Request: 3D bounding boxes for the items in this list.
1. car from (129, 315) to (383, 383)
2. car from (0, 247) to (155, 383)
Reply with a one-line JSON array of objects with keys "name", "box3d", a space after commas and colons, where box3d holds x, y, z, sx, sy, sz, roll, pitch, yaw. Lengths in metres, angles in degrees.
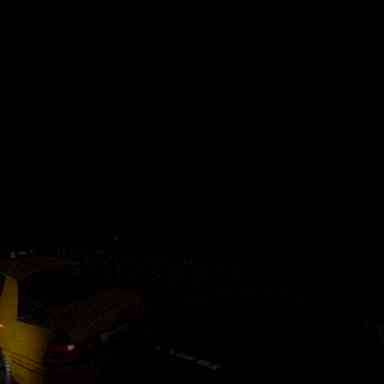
[{"name": "car", "box3d": [1.990, 1.551, 1.672, 4.403, 1.369, 2.008, 0, 1, 35]}, {"name": "car", "box3d": [-2.697, 1.524, 5.012, 4.829, 1.417, 1.752, 0, 1, 35]}]
